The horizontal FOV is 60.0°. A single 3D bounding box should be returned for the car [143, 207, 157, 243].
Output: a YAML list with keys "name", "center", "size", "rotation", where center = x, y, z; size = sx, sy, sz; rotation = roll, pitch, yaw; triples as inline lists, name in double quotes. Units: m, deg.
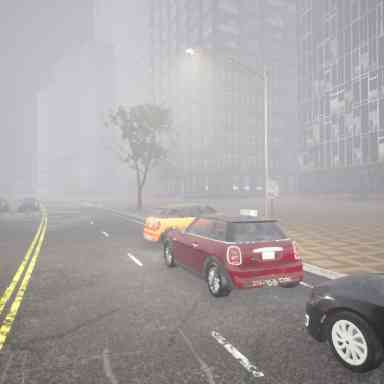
- name: "car"
  center: [0.246, 1.279, 14.509]
  size: [4.553, 1.767, 2.097]
  rotation: [-3, 1, -25]

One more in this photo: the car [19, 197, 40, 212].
- name: "car"
  center: [-19.210, 1.393, 39.309]
  size: [2.097, 1.767, 4.553]
  rotation: [0, 0, -25]

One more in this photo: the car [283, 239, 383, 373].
- name: "car"
  center: [3.572, 1.505, 3.507]
  size: [1.837, 1.490, 4.892]
  rotation: [0, 0, -36]

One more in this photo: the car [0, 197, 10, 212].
- name: "car"
  center: [-22.167, 1.390, 37.960]
  size: [2.097, 1.767, 4.553]
  rotation: [0, 0, -25]

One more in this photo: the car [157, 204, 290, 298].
- name: "car"
  center: [0.788, 1.355, 8.946]
  size: [2.097, 1.767, 4.553]
  rotation: [0, 0, -23]
